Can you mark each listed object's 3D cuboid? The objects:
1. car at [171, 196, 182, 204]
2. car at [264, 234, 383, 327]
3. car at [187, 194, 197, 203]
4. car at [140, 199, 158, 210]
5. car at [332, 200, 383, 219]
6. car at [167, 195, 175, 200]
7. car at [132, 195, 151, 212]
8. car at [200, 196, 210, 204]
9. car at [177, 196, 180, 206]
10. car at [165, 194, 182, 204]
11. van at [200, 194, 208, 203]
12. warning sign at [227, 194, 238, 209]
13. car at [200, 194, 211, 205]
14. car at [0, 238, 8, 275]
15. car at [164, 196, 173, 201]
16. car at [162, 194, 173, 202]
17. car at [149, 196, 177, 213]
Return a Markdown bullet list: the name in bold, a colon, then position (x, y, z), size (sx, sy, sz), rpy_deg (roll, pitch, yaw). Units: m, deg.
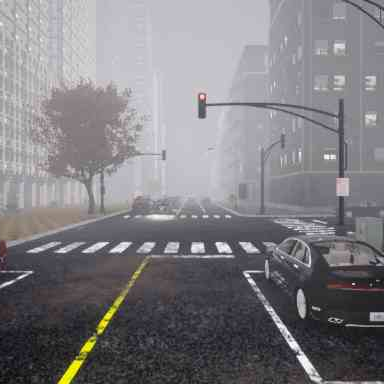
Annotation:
- **car**: position (-3.104, 1.531, 67.887), size (1.882, 1.535, 5.008), rpy_deg (0, 0, 0)
- **car**: position (2.679, 1.551, 6.946), size (2.008, 1.369, 4.403), rpy_deg (0, 0, 0)
- **car**: position (-0.089, 1.602, 68.653), size (2.033, 1.411, 5.357), rpy_deg (0, 0, 0)
- **car**: position (-5.750, 1.592, 44.847), size (1.947, 1.339, 4.313), rpy_deg (0, 0, 0)
- **car**: position (13.391, 1.350, 26.366), size (4.403, 1.369, 2.008), rpy_deg (-1, 1, -1)
- **car**: position (-5.814, 1.654, 94.552), size (2.008, 1.369, 4.403), rpy_deg (0, 0, 0)
- **car**: position (-5.743, 1.336, 39.324), size (2.192, 1.841, 5.009), rpy_deg (0, 0, 0)
- **car**: position (2.602, 1.578, 67.118), size (1.752, 1.417, 4.829), rpy_deg (0, 0, 0)
- **car**: position (-3.159, 1.630, 47.254), size (1.895, 1.301, 4.718), rpy_deg (0, 0, 0)
- **car**: position (-3.156, 1.517, 57.163), size (1.882, 1.535, 5.008), rpy_deg (0, 0, 0)
- **van**: position (2.595, 1.402, 72.472), size (1.690, 1.788, 3.998), rpy_deg (0, 0, 0)
- **warning sign**: position (5.015, 1.138, 41.463), size (1.300, 1.860, 1.060), rpy_deg (0, 0, 0)
- **car**: position (2.610, 1.610, 61.425), size (1.947, 1.339, 4.313), rpy_deg (0, 0, 0)
- **car**: position (-5.701, 1.545, 6.936), size (1.887, 1.381, 4.507), rpy_deg (0, 0, 0)
- **car**: position (-5.800, 1.632, 83.507), size (2.008, 1.369, 4.403), rpy_deg (0, 0, 0)
- **car**: position (-5.793, 1.385, 77.983), size (2.192, 1.841, 5.009), rpy_deg (0, 0, 0)
- **car**: position (-3.147, 1.510, 37.139), size (2.128, 1.511, 4.902), rpy_deg (0, 0, 0)
